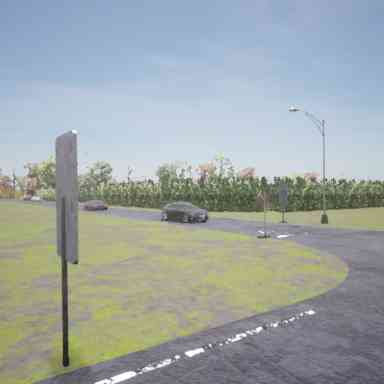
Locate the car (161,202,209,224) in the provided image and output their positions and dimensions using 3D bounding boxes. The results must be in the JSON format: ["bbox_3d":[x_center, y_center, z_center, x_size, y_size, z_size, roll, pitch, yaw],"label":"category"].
[{"bbox_3d":[-0.618,1.590,26.053,1.837,1.490,4.892,-1,0,-35],"label":"car"}]

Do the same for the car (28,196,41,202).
[{"bbox_3d":[-39.836,1.830,84.791,1.812,1.442,4.674,-1,0,-36],"label":"car"}]

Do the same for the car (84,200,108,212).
[{"bbox_3d":[-12.238,1.724,42.316,1.994,1.385,4.181,-1,0,-36],"label":"car"}]
